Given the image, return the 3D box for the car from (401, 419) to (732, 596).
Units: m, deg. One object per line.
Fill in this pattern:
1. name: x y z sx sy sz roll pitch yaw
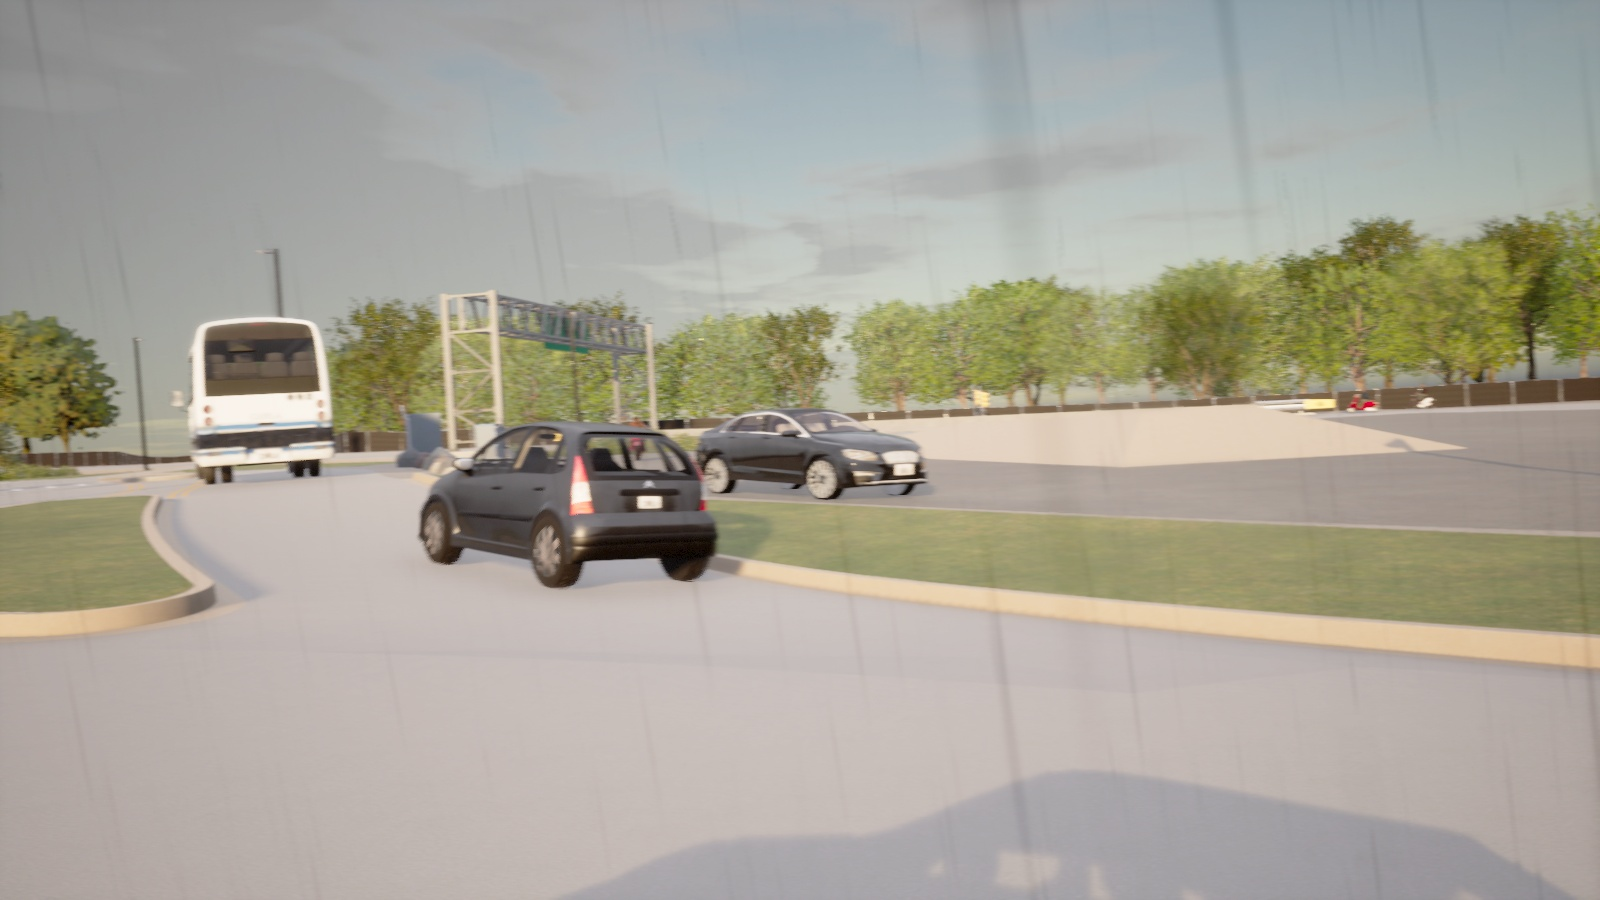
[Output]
1. car: -2.648 0.508 13.569 1.851 1.617 3.988 0 0 -39

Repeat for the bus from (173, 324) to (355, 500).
1. bus: -16.028 -0.997 36.953 3.944 4.253 10.273 -6 2 -27

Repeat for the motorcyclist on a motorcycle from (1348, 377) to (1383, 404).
1. motorcyclist on a motorcycle: 35.628 -3.739 79.185 1.817 1.590 0.866 -3 2 15

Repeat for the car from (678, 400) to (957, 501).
1. car: 0.166 -0.013 21.683 2.128 1.511 4.902 -3 2 -39
